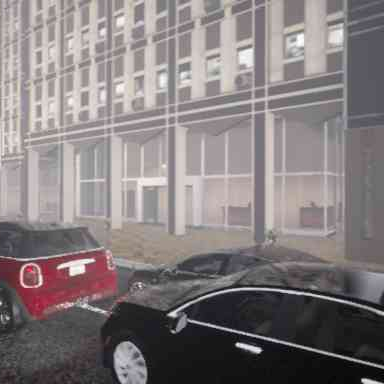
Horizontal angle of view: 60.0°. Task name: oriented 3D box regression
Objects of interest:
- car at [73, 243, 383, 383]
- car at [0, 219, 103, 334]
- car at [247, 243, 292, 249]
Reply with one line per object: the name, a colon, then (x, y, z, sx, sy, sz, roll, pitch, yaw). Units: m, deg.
car: (1.031, 1.528, 3.471, 4.892, 1.490, 1.837, 0, 0, 37)
car: (-3.723, 1.383, 7.053, 4.553, 1.767, 2.097, 0, 0, 36)
car: (0.716, 1.602, 6.054, 4.313, 1.339, 1.947, 0, 0, 36)
